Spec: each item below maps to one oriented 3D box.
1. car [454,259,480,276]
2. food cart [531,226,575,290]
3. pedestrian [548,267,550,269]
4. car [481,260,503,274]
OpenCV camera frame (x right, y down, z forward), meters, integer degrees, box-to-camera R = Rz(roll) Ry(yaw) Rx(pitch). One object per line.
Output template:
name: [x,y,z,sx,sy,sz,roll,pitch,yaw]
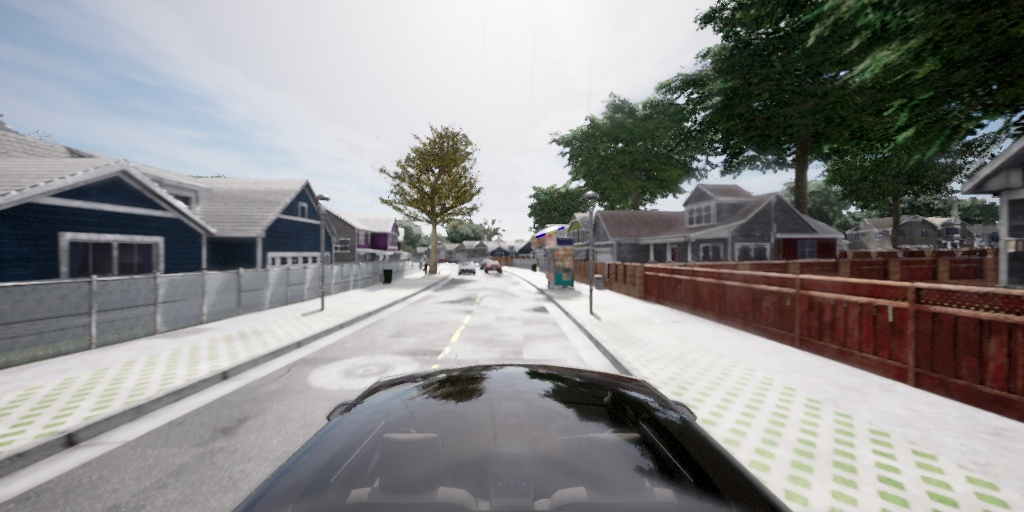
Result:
car: [-4.641,1.273,37.438,2.033,1.411,5.357,0,0,-7]
food cart: [2.660,0.188,21.060,2.280,3.560,4.660,0,0,-3]
pedestrian: [2.495,1.277,23.830,0.500,1.100,0.500,-1,1,-12]
car: [-2.231,1.253,41.838,1.812,1.442,4.674,0,0,-8]
